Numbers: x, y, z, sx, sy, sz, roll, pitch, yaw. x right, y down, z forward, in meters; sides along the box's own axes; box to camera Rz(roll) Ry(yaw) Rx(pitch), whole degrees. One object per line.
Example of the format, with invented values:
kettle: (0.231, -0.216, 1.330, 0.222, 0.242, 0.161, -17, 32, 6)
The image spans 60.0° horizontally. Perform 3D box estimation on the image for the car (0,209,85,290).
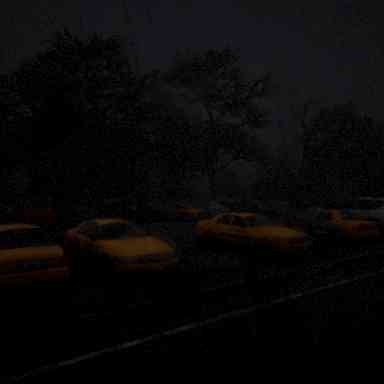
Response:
car: (-4.754, 1.479, 8.929, 1.946, 1.575, 5.366, 0, 0, -35)

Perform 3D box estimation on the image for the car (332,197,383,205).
car: (8.939, 1.285, 18.413, 2.435, 2.045, 5.566, 0, 0, -35)

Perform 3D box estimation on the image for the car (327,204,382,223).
car: (13.144, 1.687, 26.780, 4.718, 1.301, 1.895, 0, 0, -35)

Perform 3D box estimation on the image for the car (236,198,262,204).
car: (3.695, 1.572, 30.653, 2.163, 1.488, 4.792, 0, 0, -35)

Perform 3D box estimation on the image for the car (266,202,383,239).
car: (6.580, 1.523, 16.938, 1.946, 1.575, 5.366, 0, 0, -35)

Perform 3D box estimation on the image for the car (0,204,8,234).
car: (-12.275, 1.507, 19.438, 2.163, 1.488, 4.792, 0, 0, -35)

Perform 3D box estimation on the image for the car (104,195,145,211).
car: (-5.386, 1.250, 24.306, 2.435, 2.045, 5.566, 0, 0, -35)

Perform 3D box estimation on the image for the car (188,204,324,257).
car: (2.260, 1.502, 13.431, 1.946, 1.575, 5.366, 0, 0, -35)

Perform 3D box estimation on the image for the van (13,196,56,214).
van: (-10.062, 1.256, 21.109, 1.878, 1.987, 4.442, 0, 0, -35)

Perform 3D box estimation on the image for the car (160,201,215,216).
car: (-0.740, 1.519, 27.328, 1.946, 1.575, 5.366, 0, 0, -35)

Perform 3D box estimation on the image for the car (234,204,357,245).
car: (4.416, 1.517, 15.189, 2.231, 1.521, 4.892, 0, 0, -35)

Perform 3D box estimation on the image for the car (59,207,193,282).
car: (-2.373, 1.483, 10.157, 1.946, 1.575, 5.366, 0, 0, -35)

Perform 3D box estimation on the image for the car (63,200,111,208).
car: (-7.616, 1.520, 22.661, 2.163, 1.488, 4.792, 0, 0, -35)

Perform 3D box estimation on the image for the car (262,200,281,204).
car: (5.821, 1.427, 32.229, 2.185, 1.767, 4.553, 0, 0, -35)

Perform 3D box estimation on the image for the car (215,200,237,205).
car: (1.417, 1.572, 29.075, 2.002, 1.452, 4.674, 0, 0, -35)
